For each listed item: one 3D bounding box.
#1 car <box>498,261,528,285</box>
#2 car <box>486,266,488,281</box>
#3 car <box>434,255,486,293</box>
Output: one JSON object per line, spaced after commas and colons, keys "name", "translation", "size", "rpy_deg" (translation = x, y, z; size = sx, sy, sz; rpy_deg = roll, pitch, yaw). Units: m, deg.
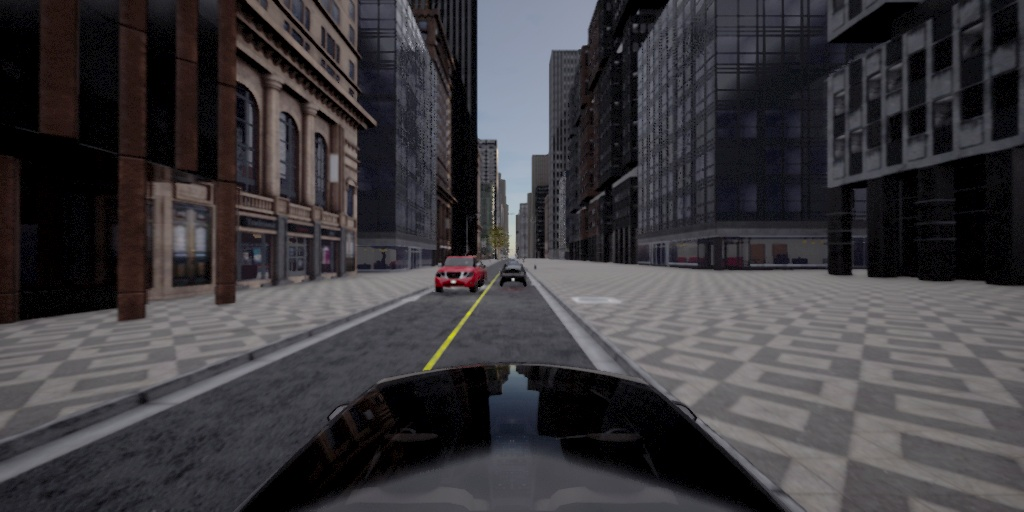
{"name": "car", "translation": [0.089, 1.250, 25.643], "size": [1.837, 1.490, 4.892], "rpy_deg": [0, 1, 0]}
{"name": "car", "translation": [-2.980, 1.092, 27.073], "size": [2.097, 1.767, 4.553], "rpy_deg": [0, 0, 0]}
{"name": "car", "translation": [-2.990, 0.968, 21.083], "size": [2.150, 2.045, 5.566], "rpy_deg": [0, 0, 0]}
